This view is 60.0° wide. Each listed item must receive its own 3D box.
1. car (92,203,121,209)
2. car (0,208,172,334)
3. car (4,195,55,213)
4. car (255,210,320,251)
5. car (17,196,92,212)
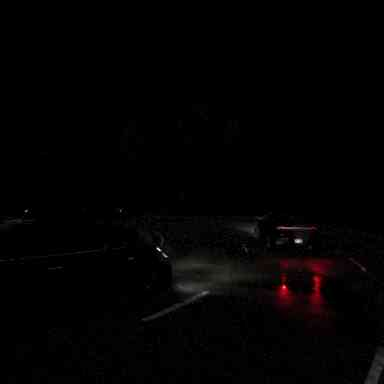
[{"bbox_3d":[-8.194,1.622,29.302,4.181,1.385,1.994,0,0,11],"label":"car"},{"bbox_3d":[-2.587,1.365,6.714,4.553,1.767,2.097,0,0,-43],"label":"car"},{"bbox_3d":[-15.945,1.279,32.251,5.566,2.045,2.150,0,0,-15],"label":"car"},{"bbox_3d":[3.925,1.528,14.238,2.128,1.511,4.902,0,0,3],"label":"car"},{"bbox_3d":[-10.614,1.400,25.934,4.553,1.767,2.097,0,0,4],"label":"car"}]
